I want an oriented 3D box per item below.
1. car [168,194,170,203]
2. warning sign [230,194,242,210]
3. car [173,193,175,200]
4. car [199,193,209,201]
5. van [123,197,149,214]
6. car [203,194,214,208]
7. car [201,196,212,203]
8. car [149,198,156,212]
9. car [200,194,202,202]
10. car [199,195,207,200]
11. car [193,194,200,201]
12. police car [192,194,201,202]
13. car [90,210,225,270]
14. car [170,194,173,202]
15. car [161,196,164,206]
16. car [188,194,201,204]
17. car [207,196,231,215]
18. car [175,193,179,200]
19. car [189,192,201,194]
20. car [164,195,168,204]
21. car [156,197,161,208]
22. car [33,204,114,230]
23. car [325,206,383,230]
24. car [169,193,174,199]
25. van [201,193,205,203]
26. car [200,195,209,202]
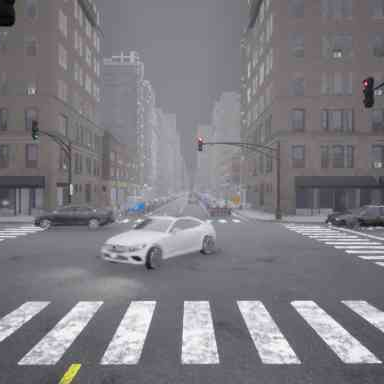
[{"bbox_3d":[-5.609,1.527,61.571,1.752,1.417,4.829,0,0,0],"label":"car"},{"bbox_3d":[5.227,1.118,39.351,1.300,1.860,1.060,0,0,0],"label":"warning sign"},{"bbox_3d":[-5.539,1.522,78.576,1.752,1.417,4.829,0,0,0],"label":"car"},{"bbox_3d":[3.010,1.309,84.389,2.192,1.841,5.009,0,0,0],"label":"car"},{"bbox_3d":[-5.725,1.343,33.400,1.690,1.788,3.998,0,0,0],"label":"van"},{"bbox_3d":[2.847,1.443,44.705,1.967,1.590,4.097,0,0,0],"label":"car"},{"bbox_3d":[2.941,1.551,67.382,2.008,1.369,4.403,0,0,0],"label":"car"},{"bbox_3d":[-5.702,1.443,39.068,1.967,1.590,4.097,0,0,0],"label":"car"},{"bbox_3d":[2.918,1.527,61.882,1.752,1.417,4.829,0,0,0],"label":"car"},{"bbox_3d":[3.034,1.558,90.060,1.947,1.339,4.313,0,0,0],"label":"car"},{"bbox_3d":[1.152,1.448,89.559,1.801,1.575,5.366,0,0,0],"label":"car"},{"bbox_3d":[1.120,1.422,79.464,1.930,1.638,5.238,0,0,-1],"label":"police car"},{"bbox_3d":[-0.906,1.528,11.356,1.812,1.442,4.674,-1,0,35],"label":"car"},{"bbox_3d":[-5.585,1.566,67.409,1.947,1.339,4.313,0,0,0],"label":"car"},{"bbox_3d":[-5.655,1.585,50.405,1.802,1.307,4.206,0,0,0],"label":"car"},{"bbox_3d":[0.255,1.566,62.937,1.994,1.385,4.181,0,0,0],"label":"car"},{"bbox_3d":[2.801,1.442,33.367,1.967,1.590,4.097,0,0,0],"label":"car"},{"bbox_3d":[-5.491,1.307,90.082,2.192,1.841,5.009,0,0,0],"label":"car"},{"bbox_3d":[0.297,1.039,72.971,2.150,2.045,5.566,0,0,0],"label":"car"},{"bbox_3d":[-5.632,1.569,56.073,1.947,1.339,4.313,0,0,0],"label":"car"},{"bbox_3d":[-5.678,1.569,44.736,1.947,1.339,4.313,0,0,0],"label":"car"},{"bbox_3d":[-7.206,1.501,20.584,4.892,1.490,1.837,0,0,0],"label":"car"},{"bbox_3d":[11.227,1.558,20.684,5.357,1.411,2.033,0,0,0],"label":"car"},{"bbox_3d":[-5.561,1.543,73.077,1.887,1.381,4.507,0,0,0],"label":"car"},{"bbox_3d":[2.894,1.344,56.043,1.690,1.788,3.998,0,0,0],"label":"van"},{"bbox_3d":[2.988,1.437,78.721,1.967,1.590,4.097,0,0,0],"label":"car"}]
